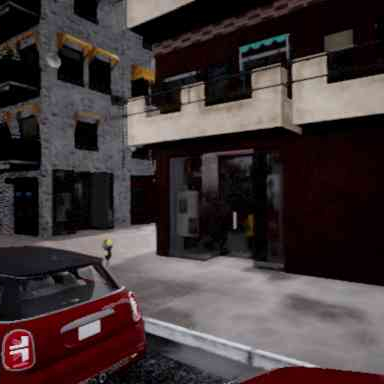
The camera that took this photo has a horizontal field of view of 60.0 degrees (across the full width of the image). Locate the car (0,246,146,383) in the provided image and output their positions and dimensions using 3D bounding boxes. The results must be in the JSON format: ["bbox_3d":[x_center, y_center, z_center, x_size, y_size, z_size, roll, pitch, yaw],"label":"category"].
[{"bbox_3d":[-2.649,1.484,4.612,4.097,1.590,1.967,-1,0,36],"label":"car"}]

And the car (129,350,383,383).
[{"bbox_3d":[1.905,1.574,1.361,4.206,1.307,1.802,-1,0,36],"label":"car"}]
